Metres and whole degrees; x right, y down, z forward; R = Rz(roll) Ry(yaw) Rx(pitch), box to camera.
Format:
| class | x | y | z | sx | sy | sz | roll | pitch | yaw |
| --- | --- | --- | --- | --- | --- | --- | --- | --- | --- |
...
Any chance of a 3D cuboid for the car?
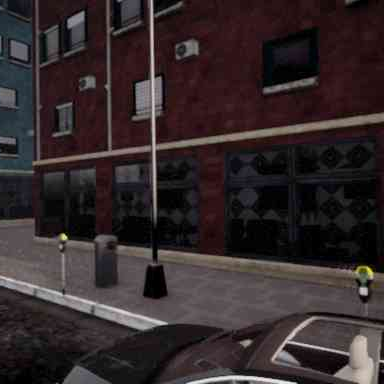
| class | x | y | z | sx | sy | sz | roll | pitch | yaw |
| --- | --- | --- | --- | --- | --- | --- | --- | --- | --- |
| car | 0.820 | 1.555 | 2.147 | 4.403 | 1.369 | 2.008 | -1 | -1 | 36 |
